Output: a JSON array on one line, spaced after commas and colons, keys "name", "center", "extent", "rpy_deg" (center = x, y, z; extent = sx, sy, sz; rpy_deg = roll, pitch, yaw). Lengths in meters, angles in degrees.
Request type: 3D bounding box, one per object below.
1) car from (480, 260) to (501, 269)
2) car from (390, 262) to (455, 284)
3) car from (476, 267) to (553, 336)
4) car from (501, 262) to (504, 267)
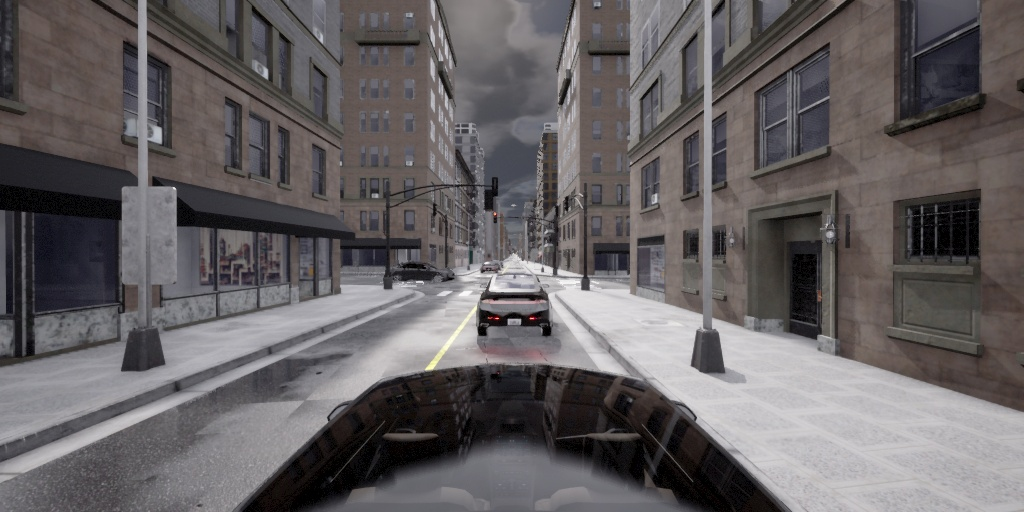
[{"name": "car", "center": [-2.719, 1.372, 44.002], "extent": [1.994, 1.385, 4.181], "rpy_deg": [0, 0, 1]}, {"name": "car", "center": [-6.666, 1.219, 26.247], "extent": [4.892, 1.490, 1.837], "rpy_deg": [1, 0, 0]}, {"name": "car", "center": [0.074, 1.243, 10.348], "extent": [2.128, 1.511, 4.902], "rpy_deg": [0, 0, 1]}, {"name": "car", "center": [-2.625, 1.334, 53.955], "extent": [1.837, 1.490, 4.892], "rpy_deg": [0, 0, 0]}]
